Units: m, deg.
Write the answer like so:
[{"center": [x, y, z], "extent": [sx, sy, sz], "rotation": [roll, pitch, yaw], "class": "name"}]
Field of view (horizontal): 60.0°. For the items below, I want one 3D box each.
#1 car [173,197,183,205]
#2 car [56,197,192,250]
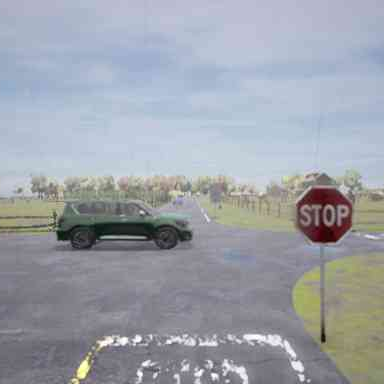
[{"center": [-2.772, 1.714, 65.879], "extent": [1.812, 1.442, 4.674], "rotation": [0, 0, 0], "class": "car"}, {"center": [-2.761, 1.301, 13.983], "extent": [5.566, 2.045, 2.150], "rotation": [0, 0, 0], "class": "car"}]
